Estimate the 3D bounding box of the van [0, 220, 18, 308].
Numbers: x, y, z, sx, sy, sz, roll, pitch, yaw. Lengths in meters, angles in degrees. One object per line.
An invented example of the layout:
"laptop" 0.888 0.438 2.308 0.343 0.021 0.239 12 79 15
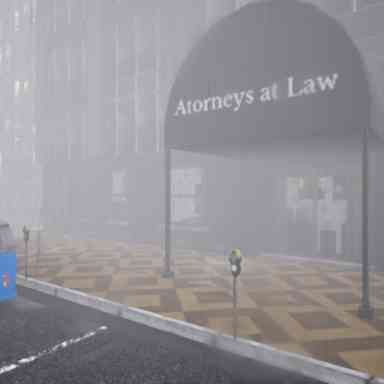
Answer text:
"van" -5.103 1.336 6.534 3.998 1.788 1.690 0 0 36
